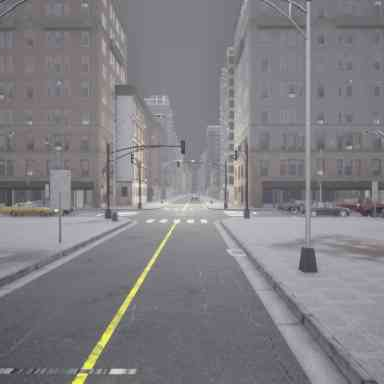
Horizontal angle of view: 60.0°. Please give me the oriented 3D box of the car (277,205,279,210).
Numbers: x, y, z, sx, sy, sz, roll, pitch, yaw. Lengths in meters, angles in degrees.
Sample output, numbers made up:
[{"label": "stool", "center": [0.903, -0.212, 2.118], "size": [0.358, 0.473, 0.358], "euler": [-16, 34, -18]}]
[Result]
[{"label": "car", "center": [12.076, 1.537, 38.129], "size": [4.507, 1.381, 1.887], "euler": [0, 0, 1]}]

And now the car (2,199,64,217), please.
[{"label": "car", "center": [-14.670, 1.548, 30.340], "size": [4.829, 1.417, 1.752], "euler": [0, 0, 1]}]

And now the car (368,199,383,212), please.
[{"label": "car", "center": [22.894, 1.546, 38.033], "size": [4.403, 1.369, 2.008], "euler": [0, 0, 1]}]

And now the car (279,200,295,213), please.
[{"label": "car", "center": [12.173, 1.605, 35.590], "size": [4.718, 1.301, 1.895], "euler": [0, 0, -2]}]

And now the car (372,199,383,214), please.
[{"label": "car", "center": [22.194, 1.511, 35.504], "size": [4.892, 1.490, 1.837], "euler": [0, 0, 0]}]

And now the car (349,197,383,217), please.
[{"label": "car", "center": [17.413, 1.345, 30.055], "size": [5.009, 1.841, 2.192], "euler": [0, 0, 1]}]

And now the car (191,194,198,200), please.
[{"label": "car", "center": [0.724, 1.403, 90.516], "size": [1.812, 1.442, 4.674], "euler": [0, 0, 0]}]

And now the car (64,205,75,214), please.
[{"label": "car", "center": [-14.100, 1.516, 32.862], "size": [4.892, 1.490, 1.837], "euler": [0, 0, -1]}]

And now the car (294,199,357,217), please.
[{"label": "car", "center": [12.004, 1.580, 30.104], "size": [4.403, 1.369, 2.008], "euler": [0, 0, 1]}]

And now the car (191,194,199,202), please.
[{"label": "car", "center": [0.644, 1.553, 80.512], "size": [1.812, 1.442, 4.674], "euler": [0, 0, 0]}]
